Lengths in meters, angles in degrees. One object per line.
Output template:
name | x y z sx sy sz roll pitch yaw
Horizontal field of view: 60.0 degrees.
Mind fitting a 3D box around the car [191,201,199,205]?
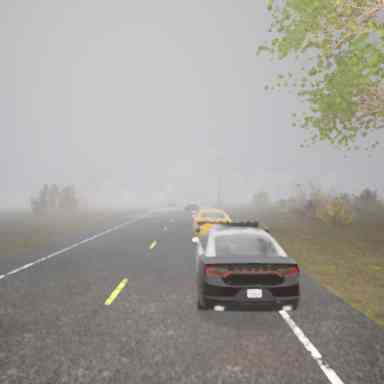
car | 1.026 1.707 24.215 1.801 1.575 5.366 0 -1 0

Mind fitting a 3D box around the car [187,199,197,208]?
car | -0.060 2.146 62.231 1.837 1.490 4.892 0 -1 0

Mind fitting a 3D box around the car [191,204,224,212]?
car | 1.033 1.666 18.024 1.882 1.535 5.008 0 -1 0

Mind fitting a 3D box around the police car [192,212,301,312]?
police car | 1.043 1.511 8.133 1.930 1.638 5.238 0 -1 0

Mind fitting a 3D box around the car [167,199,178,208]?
car | -3.559 2.134 61.114 1.837 1.490 4.892 0 -1 0

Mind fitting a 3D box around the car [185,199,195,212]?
car | -0.010 2.006 46.564 1.812 1.442 4.674 0 -1 1
